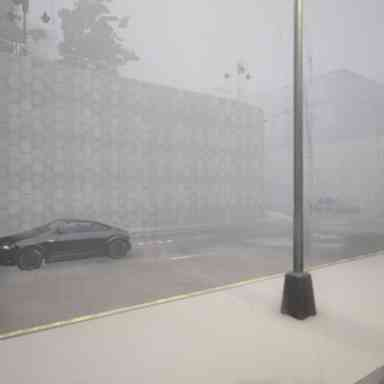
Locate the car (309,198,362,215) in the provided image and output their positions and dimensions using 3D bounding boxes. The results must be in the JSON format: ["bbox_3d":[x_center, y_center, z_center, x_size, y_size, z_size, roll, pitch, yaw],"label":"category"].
[{"bbox_3d":[13.341,1.313,31.094,1.895,1.301,4.718,0,2,-26],"label":"car"}]

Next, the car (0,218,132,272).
[{"bbox_3d":[-4.111,1.559,10.886,4.181,1.385,1.994,0,0,-35],"label":"car"}]
